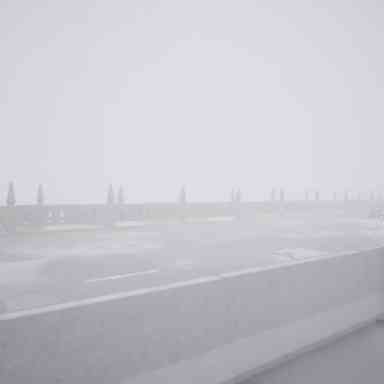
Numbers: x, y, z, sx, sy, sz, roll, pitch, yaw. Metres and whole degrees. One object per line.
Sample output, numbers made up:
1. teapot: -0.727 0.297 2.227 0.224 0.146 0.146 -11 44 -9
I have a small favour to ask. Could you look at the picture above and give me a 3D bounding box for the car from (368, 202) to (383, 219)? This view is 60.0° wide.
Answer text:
1. car: 17.473 1.661 29.435 4.892 1.490 1.837 0 0 -36
